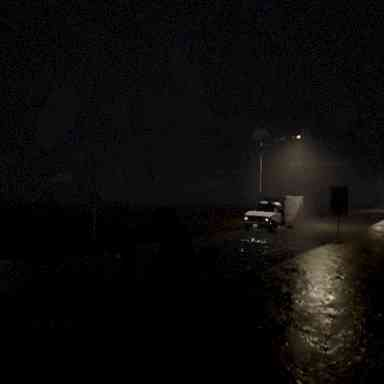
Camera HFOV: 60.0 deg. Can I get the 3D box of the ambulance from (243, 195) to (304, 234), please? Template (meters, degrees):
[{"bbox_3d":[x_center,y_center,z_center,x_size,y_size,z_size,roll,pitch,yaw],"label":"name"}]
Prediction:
[{"bbox_3d":[5.822,1.480,23.415,2.351,2.431,6.366,1,-1,36],"label":"ambulance"}]
